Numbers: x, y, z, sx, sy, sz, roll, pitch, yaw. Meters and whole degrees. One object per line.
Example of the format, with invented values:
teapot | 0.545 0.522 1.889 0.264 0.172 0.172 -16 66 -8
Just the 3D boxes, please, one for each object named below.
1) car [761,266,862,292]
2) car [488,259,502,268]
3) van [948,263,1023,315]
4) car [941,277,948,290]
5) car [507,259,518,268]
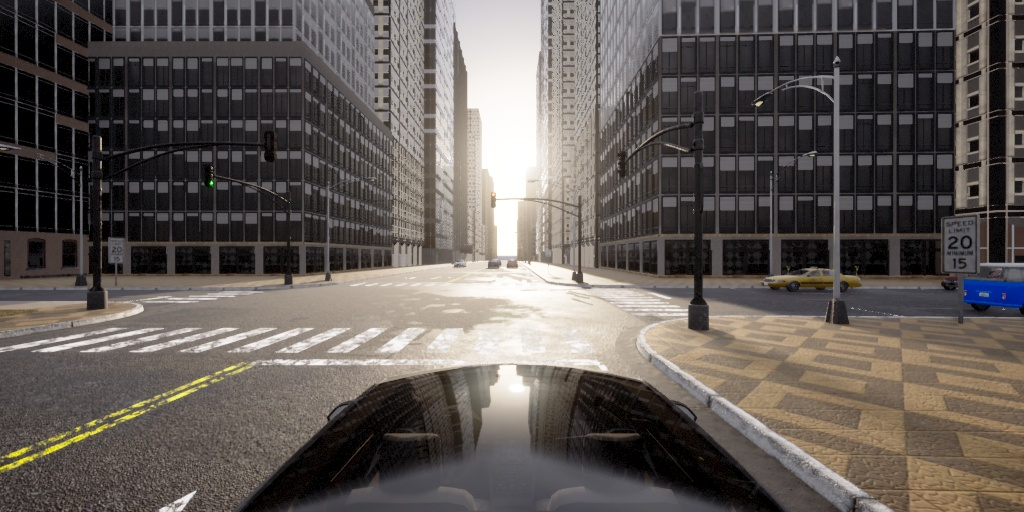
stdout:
car | 17.103 1.293 20.652 4.829 1.417 1.751 0 0 2
car | -3.201 1.336 62.836 1.882 1.535 5.008 0 0 0
van | 18.367 1.119 12.479 3.998 1.789 1.690 0 0 2
car | 26.937 1.356 20.160 4.207 1.307 1.802 0 0 2
car | 0.050 1.425 63.666 1.994 1.385 4.181 0 0 0
